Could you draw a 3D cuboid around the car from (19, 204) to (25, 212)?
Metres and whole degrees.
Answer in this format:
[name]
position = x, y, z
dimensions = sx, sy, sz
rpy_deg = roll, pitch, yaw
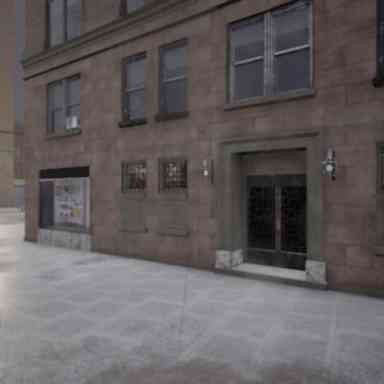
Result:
[car]
position = -16.091, 1.431, 36.071
dimensions = 1.837, 1.490, 4.892
rpy_deg = 0, 0, 35
